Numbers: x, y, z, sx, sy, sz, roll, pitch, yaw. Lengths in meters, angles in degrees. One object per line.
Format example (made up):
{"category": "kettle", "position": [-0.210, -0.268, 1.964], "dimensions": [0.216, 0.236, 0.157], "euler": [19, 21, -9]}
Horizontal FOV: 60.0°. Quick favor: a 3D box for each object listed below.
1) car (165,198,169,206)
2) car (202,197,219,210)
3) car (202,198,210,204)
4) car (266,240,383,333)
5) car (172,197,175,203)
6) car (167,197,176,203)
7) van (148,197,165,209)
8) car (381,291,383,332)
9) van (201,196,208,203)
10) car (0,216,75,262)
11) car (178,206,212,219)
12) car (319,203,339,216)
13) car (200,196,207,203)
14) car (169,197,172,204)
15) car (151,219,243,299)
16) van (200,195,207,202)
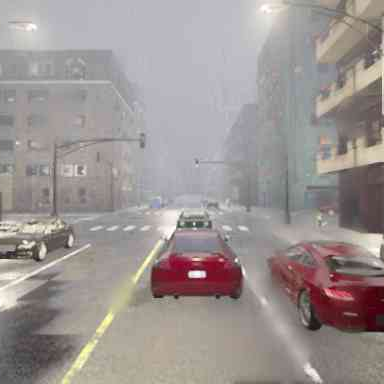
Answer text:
{"category": "car", "position": [-5.450, 1.888, 56.094], "dimensions": [1.947, 1.339, 4.313], "euler": [1, 0, 0]}
{"category": "car", "position": [2.987, 1.831, 48.767], "dimensions": [2.008, 1.369, 4.403], "euler": [1, 0, 0]}
{"category": "car", "position": [3.046, 1.999, 73.024], "dimensions": [1.802, 1.307, 4.206], "euler": [1, 0, 0]}
{"category": "car", "position": [2.670, 1.622, 6.645], "dimensions": [1.802, 1.307, 4.206], "euler": [1, 0, 0]}
{"category": "car", "position": [-5.334, 1.984, 73.106], "dimensions": [1.947, 1.339, 4.313], "euler": [1, 0, 0]}
{"category": "car", "position": [-5.256, 2.027, 84.447], "dimensions": [1.887, 1.381, 4.507], "euler": [1, 0, 0]}
{"category": "van", "position": [-5.561, 1.631, 50.433], "dimensions": [1.690, 1.788, 3.998], "euler": [1, 0, 0]}
{"category": "car", "position": [2.668, 1.589, 0.974], "dimensions": [1.802, 1.307, 4.206], "euler": [1, 0, 0]}
{"category": "van", "position": [3.127, 1.822, 84.365], "dimensions": [1.690, 1.788, 3.998], "euler": [1, 0, 0]}
{"category": "car", "position": [-5.764, 1.623, 12.388], "dimensions": [2.008, 1.369, 4.403], "euler": [1, 0, 0]}
{"category": "car", "position": [0.123, 1.715, 19.652], "dimensions": [1.895, 1.301, 4.718], "euler": [0, 0, 0]}
{"category": "car", "position": [15.564, 1.712, 34.534], "dimensions": [4.507, 1.381, 1.887], "euler": [0, -1, 1]}
{"category": "car", "position": [3.007, 1.936, 67.354], "dimensions": [2.008, 1.369, 4.403], "euler": [1, 0, 0]}
{"category": "car", "position": [-5.410, 1.794, 61.766], "dimensions": [1.967, 1.590, 4.097], "euler": [1, 0, 0]}
{"category": "car", "position": [0.105, 1.614, 8.584], "dimensions": [1.994, 1.385, 4.181], "euler": [0, 0, 0]}
{"category": "van", "position": [3.166, 1.854, 90.036], "dimensions": [1.690, 1.788, 3.998], "euler": [1, 0, 0]}
